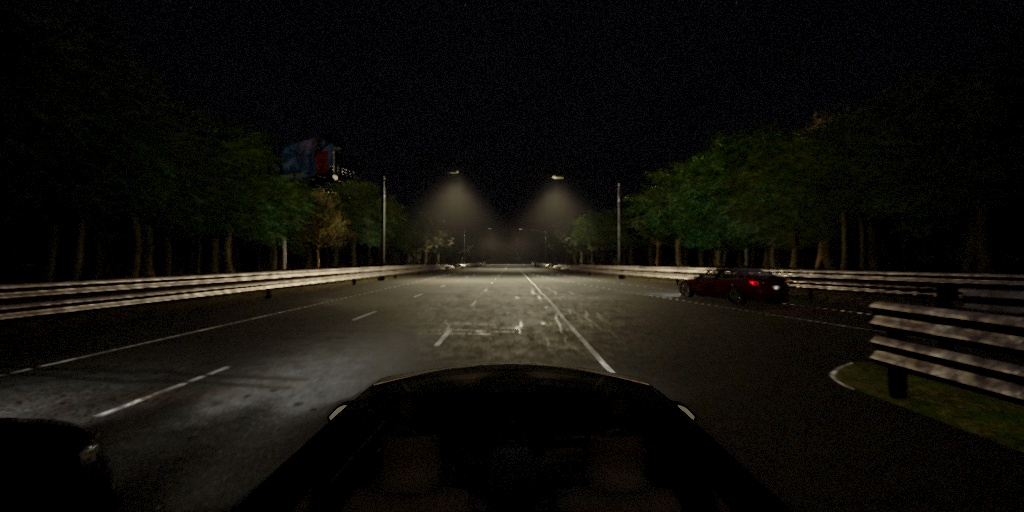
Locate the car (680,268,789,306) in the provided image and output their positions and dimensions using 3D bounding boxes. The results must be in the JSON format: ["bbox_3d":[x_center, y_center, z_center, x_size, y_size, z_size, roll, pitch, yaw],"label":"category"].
[{"bbox_3d":[9.586,1.276,15.903,2.163,1.488,4.792,0,-1,-11],"label":"car"}]

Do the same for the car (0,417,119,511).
[{"bbox_3d":[-3.400,1.225,0.203,2.128,1.511,4.902,0,-1,0],"label":"car"}]
